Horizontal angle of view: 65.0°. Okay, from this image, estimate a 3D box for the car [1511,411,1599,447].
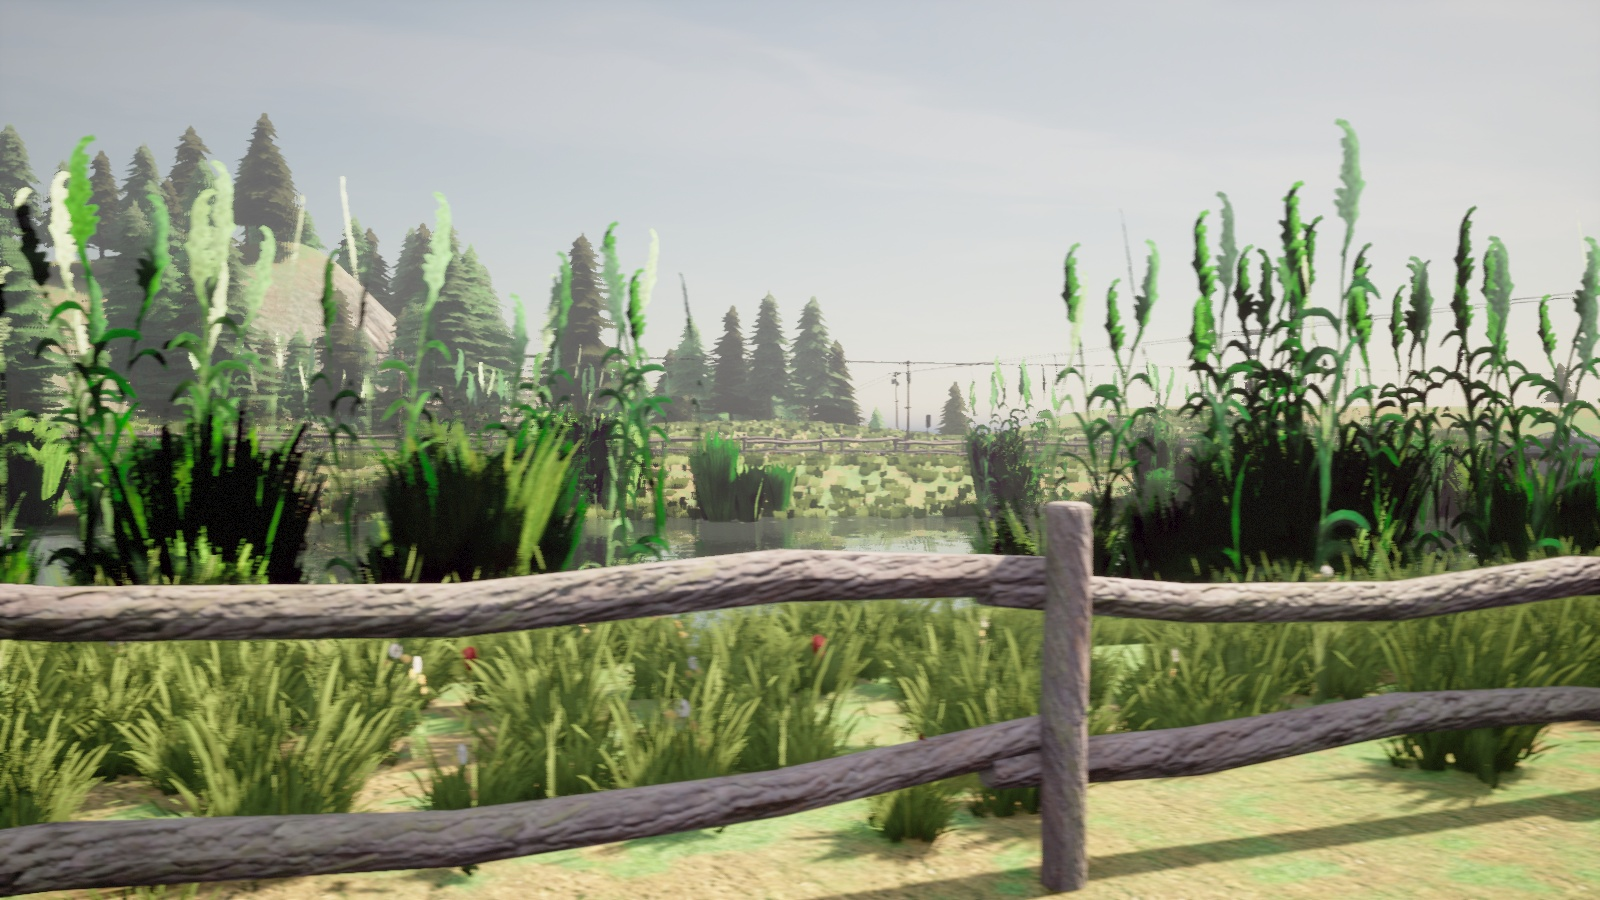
[{"bbox_3d":[32.762,-0.874,53.403,1.994,1.385,4.181,-1,-1,-16],"label":"car"}]
